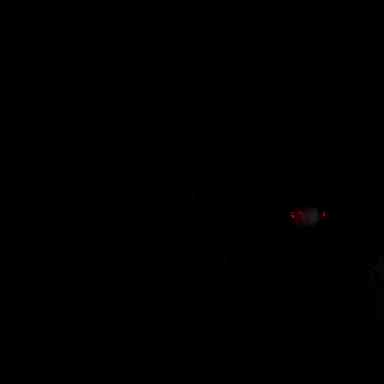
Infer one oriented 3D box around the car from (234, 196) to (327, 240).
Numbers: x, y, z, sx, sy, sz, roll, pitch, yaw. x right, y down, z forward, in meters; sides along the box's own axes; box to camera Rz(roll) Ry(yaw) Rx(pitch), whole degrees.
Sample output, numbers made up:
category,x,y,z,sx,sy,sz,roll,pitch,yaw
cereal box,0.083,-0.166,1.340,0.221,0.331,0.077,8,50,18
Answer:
category,x,y,z,sx,sy,sz,roll,pitch,yaw
car,4.354,1.209,17.283,2.150,2.045,5.566,0,-1,-24
